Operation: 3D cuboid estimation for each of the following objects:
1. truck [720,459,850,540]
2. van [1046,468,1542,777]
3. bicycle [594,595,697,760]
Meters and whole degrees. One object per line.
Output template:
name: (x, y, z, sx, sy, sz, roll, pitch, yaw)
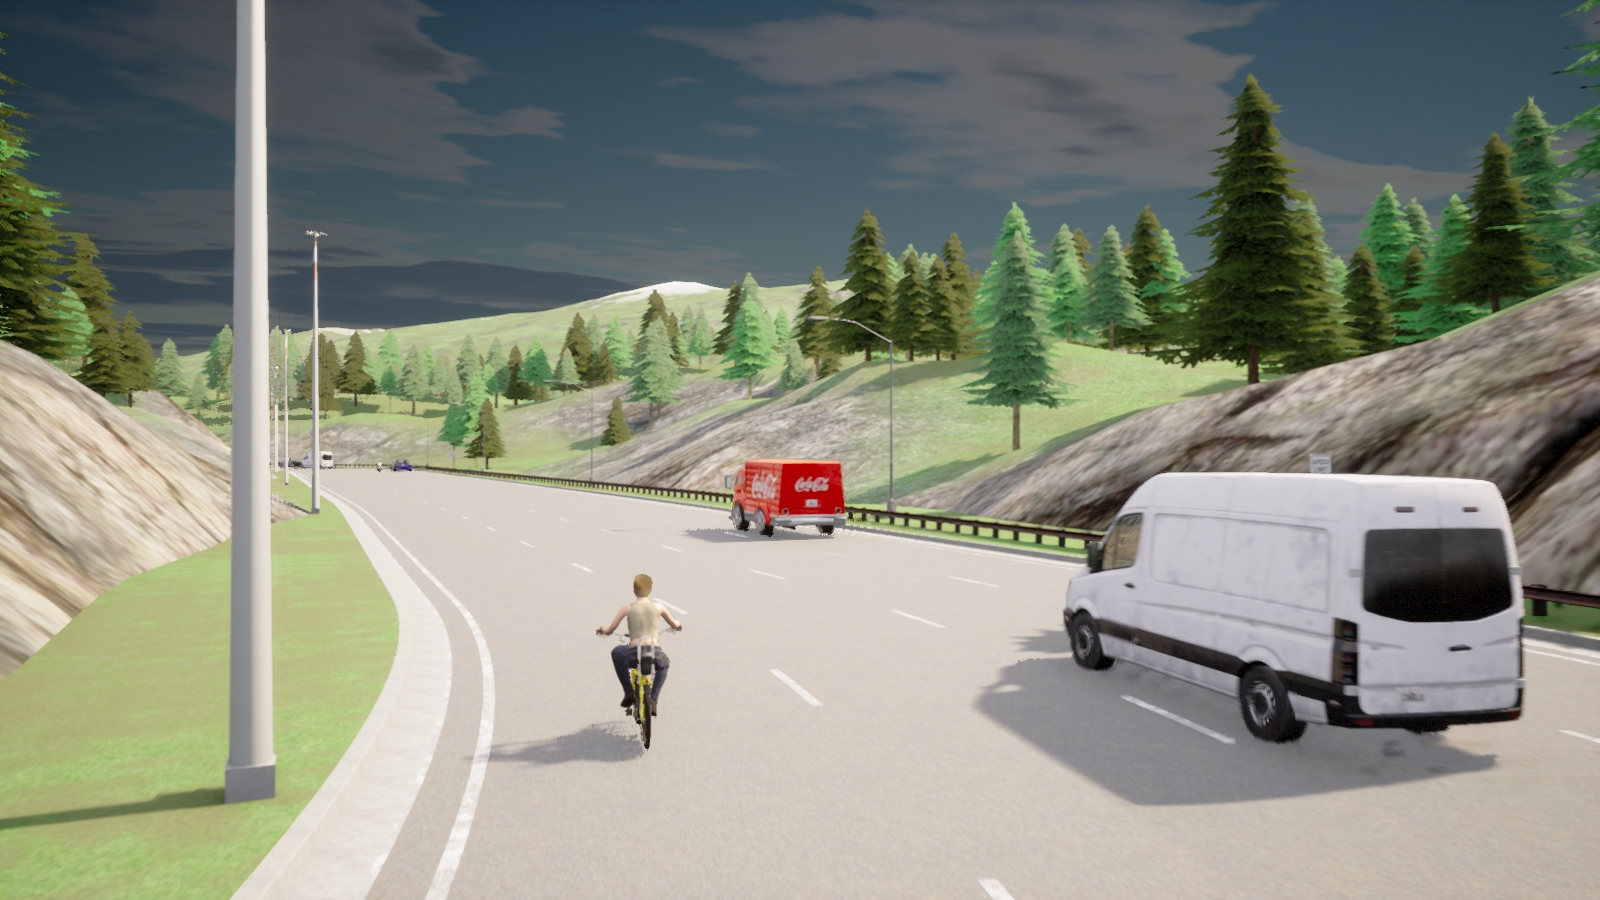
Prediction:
truck: (-0.609, 1.569, 38.479, 2.627, 2.467, 5.204, 0, 0, -23)
van: (4.999, 1.533, 12.893, 1.988, 2.561, 5.915, 1, 0, -13)
bicycle: (-1.538, 2.157, 11.143, 0.859, 1.276, 1.487, 0, 0, -13)
